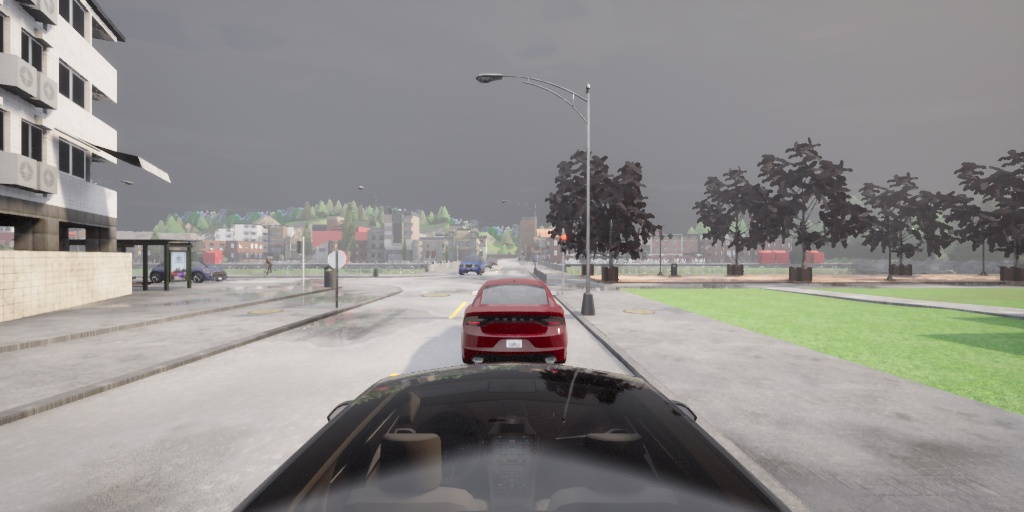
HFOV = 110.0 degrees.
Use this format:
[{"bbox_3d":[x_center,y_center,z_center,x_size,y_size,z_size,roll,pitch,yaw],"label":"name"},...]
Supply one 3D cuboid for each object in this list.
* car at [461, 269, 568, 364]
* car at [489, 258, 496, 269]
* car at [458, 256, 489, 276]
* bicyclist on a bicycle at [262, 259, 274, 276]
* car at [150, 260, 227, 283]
[{"bbox_3d":[0.054,1.228,8.115,1.882,1.535,5.008,0,0,0],"label":"car"},{"bbox_3d":[-4.084,1.241,55.555,2.128,1.511,4.902,0,0,0],"label":"car"},{"bbox_3d":[-4.175,0.971,38.317,2.150,2.045,5.566,0,0,3],"label":"car"},{"bbox_3d":[-24.021,1.099,35.307,0.582,1.620,1.656,0,0,0],"label":"bicyclist on a bicycle"},{"bbox_3d":[-24.140,1.102,26.911,4.553,1.767,2.097,0,0,0],"label":"car"}]
